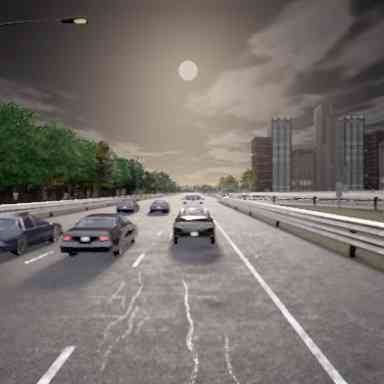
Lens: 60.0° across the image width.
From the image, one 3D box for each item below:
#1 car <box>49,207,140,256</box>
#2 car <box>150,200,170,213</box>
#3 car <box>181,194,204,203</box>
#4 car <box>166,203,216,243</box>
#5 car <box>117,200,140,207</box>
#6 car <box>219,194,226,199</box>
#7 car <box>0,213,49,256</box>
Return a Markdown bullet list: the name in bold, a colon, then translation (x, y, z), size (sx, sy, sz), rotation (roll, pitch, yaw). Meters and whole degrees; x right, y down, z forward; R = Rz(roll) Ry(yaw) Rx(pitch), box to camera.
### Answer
- **car**: translation (-3.401, 1.544, 13.095), size (2.033, 1.411, 5.357), rotation (0, 0, 0)
- **car**: translation (-3.406, 1.545, 36.098), size (1.994, 1.385, 4.181), rotation (0, 0, 0)
- **car**: translation (0.094, 1.204, 34.654), size (2.150, 2.045, 5.566), rotation (0, 0, 0)
- **car**: translation (0.096, 1.487, 15.928), size (2.128, 1.511, 4.902), rotation (0, 0, 0)
- **car**: translation (-6.905, 1.545, 36.192), size (1.994, 1.385, 4.181), rotation (0, 0, 0)
- **car**: translation (8.125, 1.286, 87.711), size (2.163, 1.488, 4.792), rotation (0, 0, -11)
- **car**: translation (-6.901, 1.544, 13.059), size (2.033, 1.411, 5.357), rotation (0, 0, 0)
